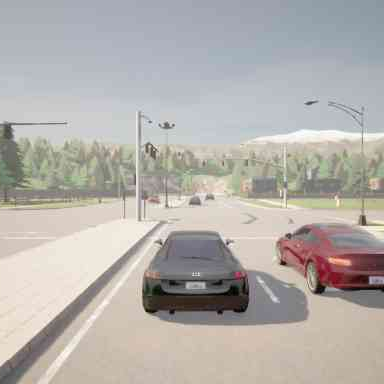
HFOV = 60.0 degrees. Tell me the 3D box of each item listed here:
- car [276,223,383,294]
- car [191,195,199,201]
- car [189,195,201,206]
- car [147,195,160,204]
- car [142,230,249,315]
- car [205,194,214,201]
[{"bbox_3d":[3.554,1.526,8.673,1.812,1.442,4.674,0,0,0],"label":"car"},{"bbox_3d":[0.836,1.428,82.129,1.895,1.301,4.718,0,0,1],"label":"car"},{"bbox_3d":[0.491,1.563,56.673,1.994,1.385,4.181,0,0,1],"label":"car"},{"bbox_3d":[-7.449,1.351,64.251,2.097,1.767,4.553,0,0,1],"label":"car"},{"bbox_3d":[0.056,1.564,7.669,1.994,1.385,4.181,0,0,0],"label":"car"},{"bbox_3d":[4.335,1.188,82.024,2.097,1.767,4.553,0,0,1],"label":"car"}]
